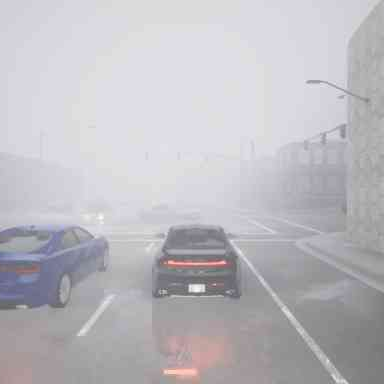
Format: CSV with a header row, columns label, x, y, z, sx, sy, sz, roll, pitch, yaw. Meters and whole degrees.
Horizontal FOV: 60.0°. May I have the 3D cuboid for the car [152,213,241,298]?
label,x,y,z,sx,sy,sz,roll,pitch,yaw
car,0.104,1.505,8.478,1.837,1.490,4.892,0,0,0

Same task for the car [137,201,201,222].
label,x,y,z,sx,sy,sz,roll,pitch,yaw
car,-1.624,1.601,25.115,4.718,1.301,1.895,0,0,18

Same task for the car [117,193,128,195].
label,x,y,z,sx,sy,sz,roll,pitch,yaw
car,-13.827,1.216,65.451,2.150,2.045,5.566,0,0,1

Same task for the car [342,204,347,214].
label,x,y,z,sx,sy,sz,roll,pitch,yaw
car,14.996,1.015,27.522,5.008,1.535,1.882,-5,0,0

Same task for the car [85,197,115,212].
label,x,y,z,sx,sy,sz,roll,pitch,yaw
car,-10.428,1.601,37.366,1.895,1.301,4.718,0,0,-1

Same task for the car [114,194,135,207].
label,x,y,z,sx,sy,sz,roll,pitch,yaw
car,-10.438,1.526,51.345,1.812,1.442,4.674,0,0,0

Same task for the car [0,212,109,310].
label,x,y,z,sx,sy,sz,roll,pitch,yaw
car,-3.401,1.478,7.933,1.882,1.535,5.008,0,0,0

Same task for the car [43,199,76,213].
label,x,y,z,sx,sy,sz,roll,pitch,yaw
car,-14.319,1.525,36.205,1.812,1.442,4.674,0,0,7

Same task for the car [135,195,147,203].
label,x,y,z,sx,sy,sz,roll,pitch,yaw
car,-10.321,1.353,66.626,2.097,1.767,4.553,0,0,1

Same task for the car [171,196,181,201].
label,x,y,z,sx,sy,sz,roll,pitch,yaw
car,-3.206,1.478,65.999,1.882,1.535,5.008,0,0,0
